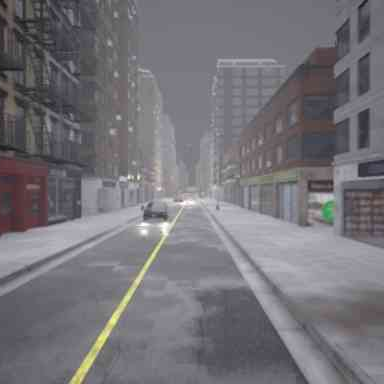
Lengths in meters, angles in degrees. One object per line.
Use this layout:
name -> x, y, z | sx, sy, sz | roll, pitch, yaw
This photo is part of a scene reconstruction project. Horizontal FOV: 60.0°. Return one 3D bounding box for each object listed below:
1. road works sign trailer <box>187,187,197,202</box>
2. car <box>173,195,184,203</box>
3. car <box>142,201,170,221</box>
road works sign trailer -> -0.010, 0.499, 74.367 | 2.380, 3.560, 2.880 | 0, 0, 0
car -> -2.765, 1.382, 67.720 | 2.097, 1.767, 4.553 | 0, 0, 0
car -> -2.852, 1.496, 27.282 | 1.882, 1.535, 5.008 | 0, 0, 0
